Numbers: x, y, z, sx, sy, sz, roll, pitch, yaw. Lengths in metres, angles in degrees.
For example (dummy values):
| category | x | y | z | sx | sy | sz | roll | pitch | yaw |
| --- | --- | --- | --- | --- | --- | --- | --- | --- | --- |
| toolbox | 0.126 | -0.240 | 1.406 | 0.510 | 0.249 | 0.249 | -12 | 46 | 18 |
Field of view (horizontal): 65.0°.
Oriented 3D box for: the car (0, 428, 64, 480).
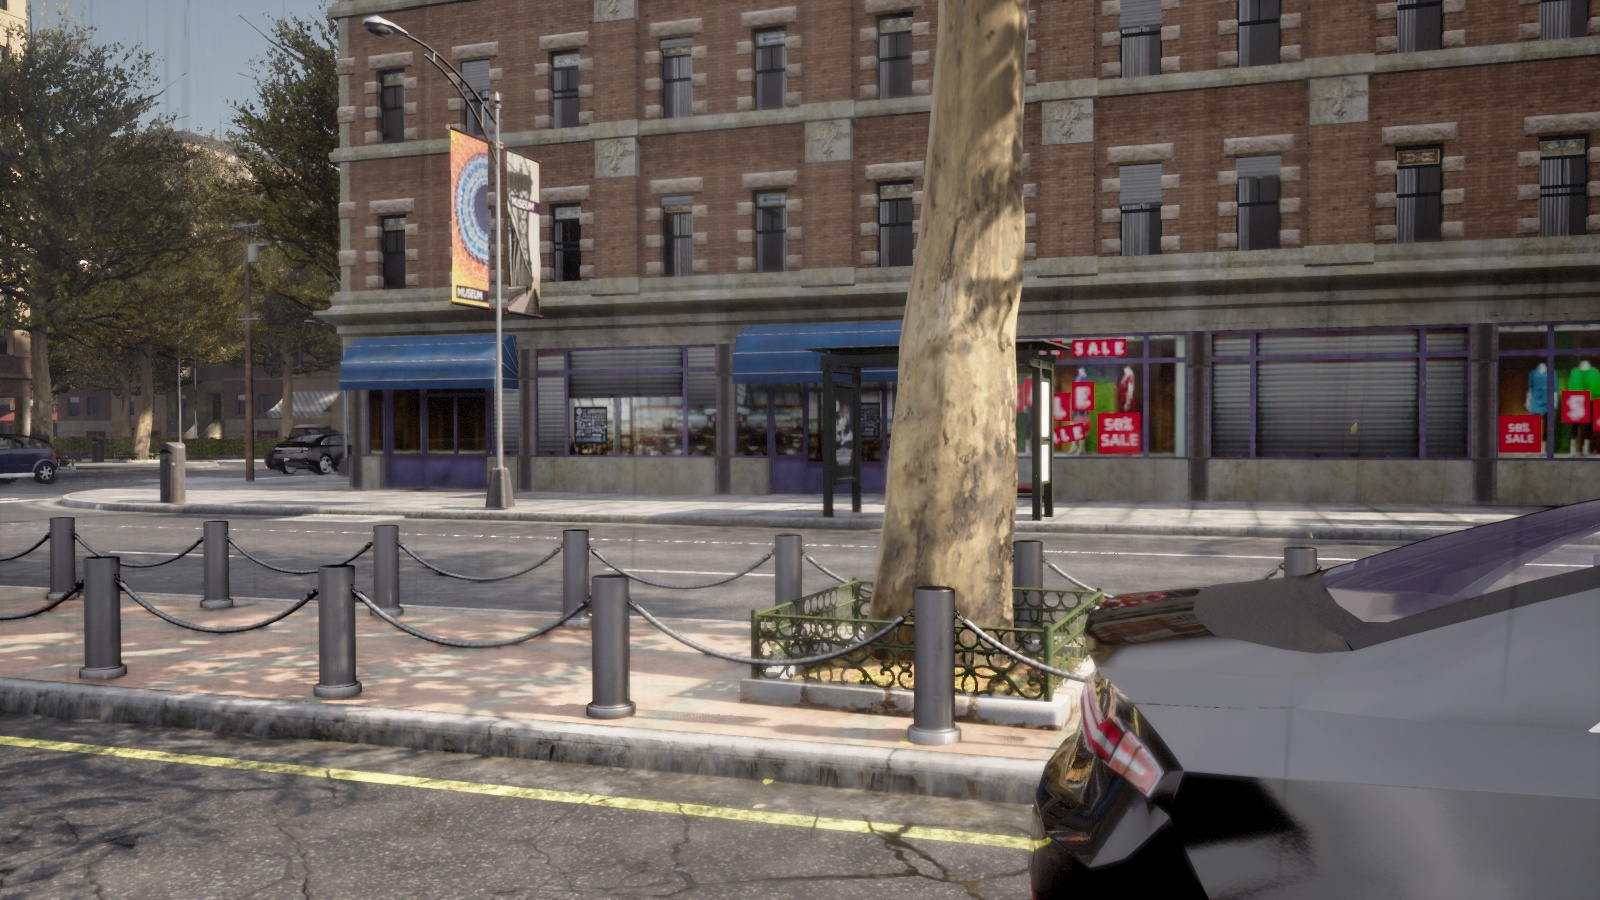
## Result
| category | x | y | z | sx | sy | sz | roll | pitch | yaw |
| --- | --- | --- | --- | --- | --- | --- | --- | --- | --- |
| car | -24.693 | 0.100 | 38.232 | 1.789 | 1.549 | 3.705 | 1 | 1 | 18 |

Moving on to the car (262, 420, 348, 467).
| category | x | y | z | sx | sy | sz | roll | pitch | yaw |
| --- | --- | --- | --- | --- | --- | --- | --- | --- | --- |
| car | -20.583 | -0.293 | 52.369 | 1.905 | 1.878 | 3.866 | 0 | 1 | 2 |

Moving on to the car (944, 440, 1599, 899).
| category | x | y | z | sx | sy | sz | roll | pitch | yaw |
| --- | --- | --- | --- | --- | --- | --- | --- | --- | --- |
| car | 2.891 | 0.758 | 2.221 | 4.902 | 1.511 | 2.128 | 1 | 1 | 19 |

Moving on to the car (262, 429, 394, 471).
| category | x | y | z | sx | sy | sz | roll | pitch | yaw |
| --- | --- | --- | --- | --- | --- | --- | --- | --- | --- |
| car | -17.922 | -0.052 | 47.941 | 2.128 | 1.511 | 4.902 | 1 | 1 | 18 |
